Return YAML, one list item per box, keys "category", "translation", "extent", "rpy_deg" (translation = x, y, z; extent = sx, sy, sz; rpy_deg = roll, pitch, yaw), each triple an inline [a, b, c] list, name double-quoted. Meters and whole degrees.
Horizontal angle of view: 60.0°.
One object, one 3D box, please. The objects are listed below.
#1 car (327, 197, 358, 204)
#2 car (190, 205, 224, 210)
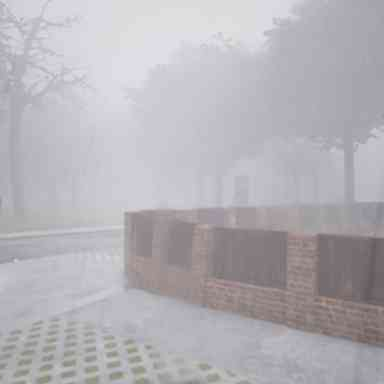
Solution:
- category: "car"
  translation: [17.520, 1.612, 38.825]
  extent: [5.566, 2.045, 2.150]
  rpy_deg: [1, -2, -43]
- category: "car"
  translation: [0.860, 1.683, 22.881]
  extent: [4.892, 1.490, 1.837]
  rpy_deg: [0, -1, -44]
